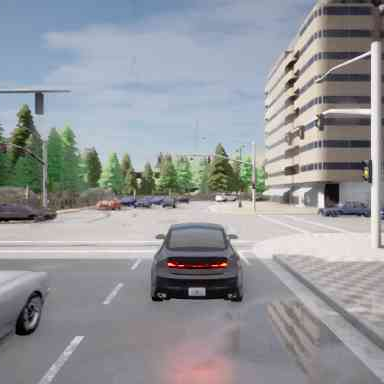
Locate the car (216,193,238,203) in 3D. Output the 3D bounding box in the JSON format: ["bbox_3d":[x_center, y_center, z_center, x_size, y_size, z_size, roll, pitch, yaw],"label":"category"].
[{"bbox_3d":[7.677,1.253,73.129,5.566,2.045,2.150,0,0,-44],"label":"car"}]

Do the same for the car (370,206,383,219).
[{"bbox_3d":[17.700,1.592,27.432,4.674,1.442,1.812,0,0,0],"label":"car"}]

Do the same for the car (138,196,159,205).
[{"bbox_3d":[-7.828,1.528,60.738,1.837,1.490,4.892,0,0,19],"label":"car"}]

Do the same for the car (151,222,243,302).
[{"bbox_3d":[0.117,1.508,8.273,1.837,1.490,4.892,0,0,1],"label":"car"}]

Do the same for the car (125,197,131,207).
[{"bbox_3d":[-9.870,1.497,51.019,1.882,1.535,5.008,0,0,7],"label":"car"}]

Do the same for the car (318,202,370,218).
[{"bbox_3d":[14.604,1.615,30.942,5.357,1.411,2.033,0,0,0],"label":"car"}]

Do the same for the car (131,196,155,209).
[{"bbox_3d":[-6.744,1.582,46.032,1.994,1.385,4.181,0,0,0],"label":"car"}]

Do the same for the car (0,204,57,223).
[{"bbox_3d":[-12.987,1.589,24.679,5.357,1.411,2.033,0,0,-15],"label":"car"}]

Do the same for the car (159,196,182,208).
[{"bbox_3d":[-3.074,1.566,48.755,2.033,1.411,5.357,0,0,4],"label":"car"}]

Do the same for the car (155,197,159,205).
[{"bbox_3d":[-5.636,1.499,55.839,1.882,1.535,5.008,0,0,14],"label":"car"}]

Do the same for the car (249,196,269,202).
[{"bbox_3d":[15.191,1.624,74.719,4.718,1.301,1.895,0,0,-33],"label":"car"}]

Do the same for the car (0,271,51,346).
[{"bbox_3d":[-3.426,1.602,3.752,1.895,1.301,4.718,0,0,0],"label":"car"}]

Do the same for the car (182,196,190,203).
[{"bbox_3d":[-2.204,1.503,65.322,1.882,1.535,5.008,0,0,28],"label":"car"}]

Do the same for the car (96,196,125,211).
[{"bbox_3d":[-10.400,1.368,41.808,2.097,1.767,4.553,0,0,2],"label":"car"}]
